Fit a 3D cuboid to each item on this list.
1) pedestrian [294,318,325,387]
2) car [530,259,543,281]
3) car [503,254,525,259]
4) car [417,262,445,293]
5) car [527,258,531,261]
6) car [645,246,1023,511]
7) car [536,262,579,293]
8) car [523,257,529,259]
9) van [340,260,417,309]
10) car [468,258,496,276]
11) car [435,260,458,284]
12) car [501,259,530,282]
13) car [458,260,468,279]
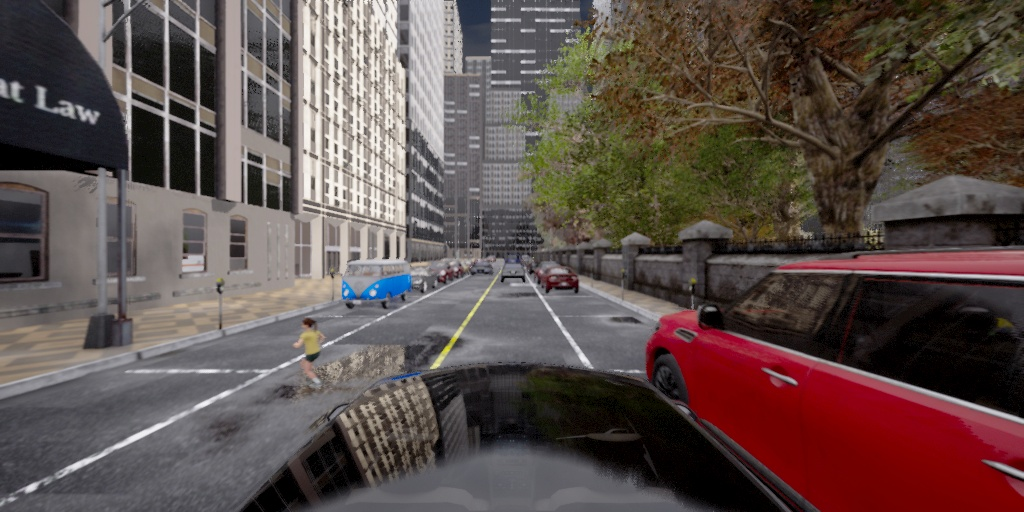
[{"bbox_3d":[-3.020,1.411,5.453,0.500,1.100,0.500,0,0,0],"label":"pedestrian"},{"bbox_3d":[2.576,1.104,25.473,1.967,1.591,4.097,0,0,0],"label":"car"},{"bbox_3d":[0.107,0.815,44.490,2.150,2.045,5.566,0,0,0],"label":"car"},{"bbox_3d":[-5.307,1.236,19.937,2.007,1.370,4.403,0,0,0],"label":"car"},{"bbox_3d":[2.581,1.188,36.563,1.948,1.339,4.313,0,0,0],"label":"car"},{"bbox_3d":[2.750,0.973,2.196,2.150,2.045,5.566,0,0,0],"label":"car"},{"bbox_3d":[2.573,1.230,19.928,1.888,1.381,4.507,0,0,0],"label":"car"},{"bbox_3d":[2.584,1.146,42.109,1.888,1.381,4.507,0,0,0],"label":"car"},{"bbox_3d":[-5.310,1.046,14.392,1.690,1.789,3.998,0,0,0],"label":"van"},{"bbox_3d":[-2.830,1.195,34.434,1.994,1.385,4.181,0,0,0],"label":"car"},{"bbox_3d":[-5.305,1.105,25.481,1.967,1.591,4.097,0,0,0],"label":"car"},{"bbox_3d":[0.094,1.203,28.095,2.033,1.411,5.357,0,0,0],"label":"car"},{"bbox_3d":[-5.302,1.084,31.026,1.967,1.591,4.097,0,0,0],"label":"car"}]
